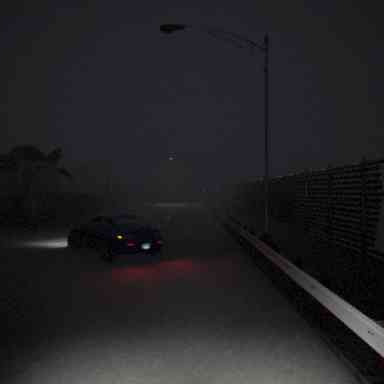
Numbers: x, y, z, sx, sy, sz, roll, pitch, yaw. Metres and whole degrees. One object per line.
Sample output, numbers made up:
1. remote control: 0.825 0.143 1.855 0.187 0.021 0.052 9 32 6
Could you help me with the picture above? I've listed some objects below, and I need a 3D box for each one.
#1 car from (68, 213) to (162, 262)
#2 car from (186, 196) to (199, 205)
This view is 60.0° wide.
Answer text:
1. car: -2.878 1.495 12.073 1.812 1.442 4.674 1 -1 -39
2. car: 0.046 1.368 54.735 1.837 1.490 4.892 0 0 0
